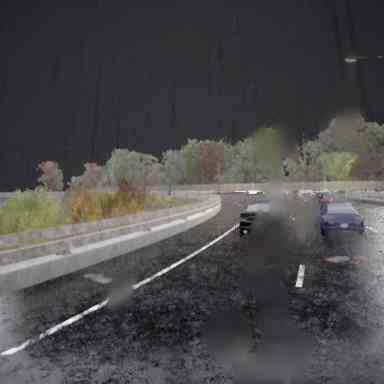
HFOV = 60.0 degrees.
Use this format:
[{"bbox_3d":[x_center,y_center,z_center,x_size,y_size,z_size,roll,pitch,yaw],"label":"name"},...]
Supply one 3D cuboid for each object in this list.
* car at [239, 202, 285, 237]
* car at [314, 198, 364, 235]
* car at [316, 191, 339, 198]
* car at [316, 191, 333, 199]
[{"bbox_3d":[3.537,1.219,16.528,1.882,1.535,5.008,0,1,16],"label":"car"},{"bbox_3d":[7.105,1.214,16.346,1.812,1.442,4.674,-1,1,16],"label":"car"},{"bbox_3d":[15.735,0.845,38.327,1.994,1.385,4.181,-1,1,12],"label":"car"},{"bbox_3d":[23.265,0.516,58.400,1.895,1.301,4.718,0,1,32],"label":"car"}]
